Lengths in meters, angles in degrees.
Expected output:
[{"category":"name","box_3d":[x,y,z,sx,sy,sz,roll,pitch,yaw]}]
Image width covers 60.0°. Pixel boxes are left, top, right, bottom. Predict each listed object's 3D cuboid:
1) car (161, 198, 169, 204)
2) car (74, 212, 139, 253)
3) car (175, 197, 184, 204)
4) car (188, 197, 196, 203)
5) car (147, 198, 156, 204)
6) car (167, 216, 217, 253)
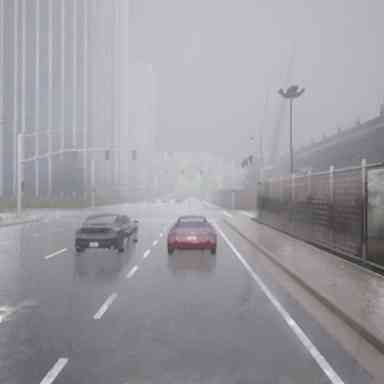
[{"category":"car","box_3d":[-6.993,2.347,86.810,2.033,1.411,5.357,0,-1,0]},{"category":"car","box_3d":[-3.495,1.642,14.300,1.837,1.490,4.892,0,0,0]},{"category":"car","box_3d":[-3.493,2.300,87.780,1.837,1.490,4.892,0,-1,0]},{"category":"car","box_3d":[0.007,2.337,88.106,1.812,1.442,4.674,0,-1,0]},{"category":"car","box_3d":[-10.493,2.333,86.810,2.128,1.511,4.902,0,-1,0]},{"category":"car","box_3d":[0.005,1.698,14.287,1.994,1.385,4.181,0,0,0]}]
